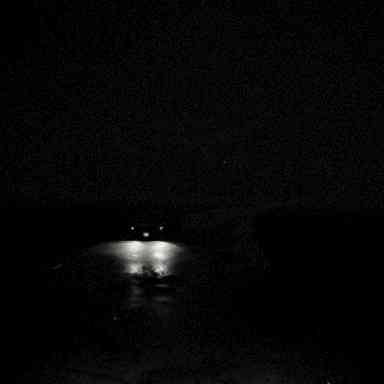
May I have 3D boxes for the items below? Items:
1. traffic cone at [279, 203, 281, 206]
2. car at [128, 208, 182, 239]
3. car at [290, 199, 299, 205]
[{"bbox_3d":[20.960,2.940,79.549,0.340,0.580,0.340,-1,-2,30],"label":"traffic cone"},{"bbox_3d":[-1.760,1.584,17.936,2.033,1.411,5.357,0,0,8],"label":"car"},{"bbox_3d":[27.030,2.574,86.861,2.097,1.767,4.553,-1,-2,24],"label":"car"}]
